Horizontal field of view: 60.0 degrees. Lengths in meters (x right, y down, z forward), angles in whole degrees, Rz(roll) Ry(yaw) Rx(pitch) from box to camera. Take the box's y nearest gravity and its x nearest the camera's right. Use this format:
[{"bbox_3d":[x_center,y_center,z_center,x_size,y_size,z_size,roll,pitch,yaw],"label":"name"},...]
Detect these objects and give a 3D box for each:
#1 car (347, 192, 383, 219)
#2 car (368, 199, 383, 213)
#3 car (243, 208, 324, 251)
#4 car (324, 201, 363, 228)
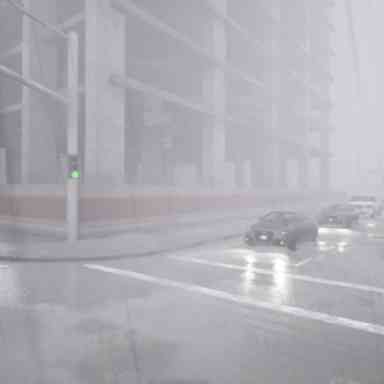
[{"bbox_3d":[15.324,1.185,29.658,2.150,2.045,5.566,0,1,36],"label":"car"},{"bbox_3d":[21.642,1.532,38.171,1.994,1.385,4.181,0,0,37],"label":"car"},{"bbox_3d":[3.872,1.530,14.152,1.994,1.385,4.181,0,0,36],"label":"car"},{"bbox_3d":[9.702,1.531,22.054,1.994,1.385,4.181,0,0,36],"label":"car"}]
